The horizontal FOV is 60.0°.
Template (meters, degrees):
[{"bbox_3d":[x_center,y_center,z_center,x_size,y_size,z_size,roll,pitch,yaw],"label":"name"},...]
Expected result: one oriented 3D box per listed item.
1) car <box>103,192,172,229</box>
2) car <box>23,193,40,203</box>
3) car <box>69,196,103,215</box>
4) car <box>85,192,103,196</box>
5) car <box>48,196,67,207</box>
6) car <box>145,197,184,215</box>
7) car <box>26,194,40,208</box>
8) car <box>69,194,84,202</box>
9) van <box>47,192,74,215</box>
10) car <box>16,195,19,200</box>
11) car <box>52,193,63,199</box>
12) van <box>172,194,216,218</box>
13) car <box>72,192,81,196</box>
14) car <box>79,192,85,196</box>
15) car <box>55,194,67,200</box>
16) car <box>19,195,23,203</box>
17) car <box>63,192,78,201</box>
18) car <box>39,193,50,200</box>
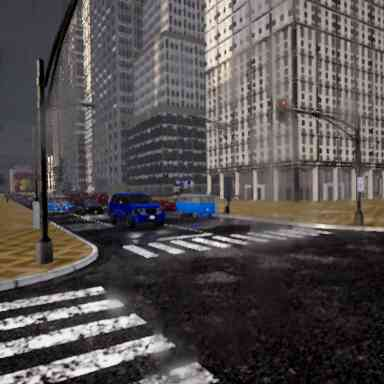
[{"bbox_3d":[-3.667,1.079,21.295,2.150,2.045,5.566,-1,1,-31],"label":"car"},{"bbox_3d":[-24.019,1.339,50.574,2.008,1.369,4.403,-1,1,-31],"label":"car"},{"bbox_3d":[-9.906,1.364,31.836,2.033,1.411,5.357,-1,1,-31],"label":"car"},{"bbox_3d":[-13.989,0.955,50.079,2.192,1.841,5.009,-1,1,-31],"label":"car"},{"bbox_3d":[-19.452,1.352,48.095,1.895,1.301,4.718,-1,1,-30],"label":"car"},{"bbox_3d":[-2.670,1.260,31.035,1.887,1.381,4.507,-1,1,-31],"label":"car"},{"bbox_3d":[-21.194,1.374,45.809,1.947,1.339,4.313,-1,1,-31],"label":"car"},{"bbox_3d":[-22.460,1.148,64.378,1.947,1.339,4.313,-1,1,-31],"label":"car"},{"bbox_3d":[-12.724,1.205,31.512,1.690,1.788,3.998,-1,1,-31],"label":"van"},{"bbox_3d":[-40.965,1.254,79.166,1.802,1.307,4.206,-1,1,-31],"label":"car"},{"bbox_3d":[-33.845,1.029,83.583,1.752,1.417,4.829,-1,1,-31],"label":"car"},{"bbox_3d":[0.229,1.073,26.315,1.690,1.788,3.998,-1,1,-31],"label":"van"},{"bbox_3d":[-19.639,0.917,59.610,2.192,1.841,5.009,-1,1,-31],"label":"car"},{"bbox_3d":[-16.811,1.166,54.846,1.887,1.381,4.507,-1,1,-31],"label":"car"},{"bbox_3d":[-30.934,1.074,78.672,2.008,1.369,4.403,-1,1,-31],"label":"car"},{"bbox_3d":[-29.667,1.332,60.105,1.802,1.307,4.206,-1,1,-31],"label":"car"},{"bbox_3d":[-25.287,0.878,69.140,2.192,1.841,5.009,-1,1,-31],"label":"car"},{"bbox_3d":[-37.485,1.066,84.442,2.128,1.511,4.902,-1,1,-31],"label":"car"}]
